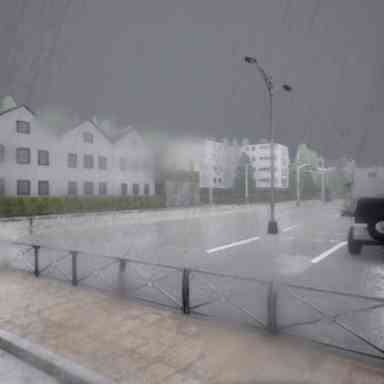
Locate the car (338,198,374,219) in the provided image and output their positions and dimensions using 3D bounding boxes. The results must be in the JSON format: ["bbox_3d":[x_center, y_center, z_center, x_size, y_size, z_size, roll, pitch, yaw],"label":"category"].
[{"bbox_3d":[13.830,1.343,27.947,2.007,1.523,4.514,-1,0,35],"label":"car"}]

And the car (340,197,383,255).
[{"bbox_3d":[6.519,1.087,11.227,1.905,1.878,3.866,-1,0,35],"label":"car"}]
